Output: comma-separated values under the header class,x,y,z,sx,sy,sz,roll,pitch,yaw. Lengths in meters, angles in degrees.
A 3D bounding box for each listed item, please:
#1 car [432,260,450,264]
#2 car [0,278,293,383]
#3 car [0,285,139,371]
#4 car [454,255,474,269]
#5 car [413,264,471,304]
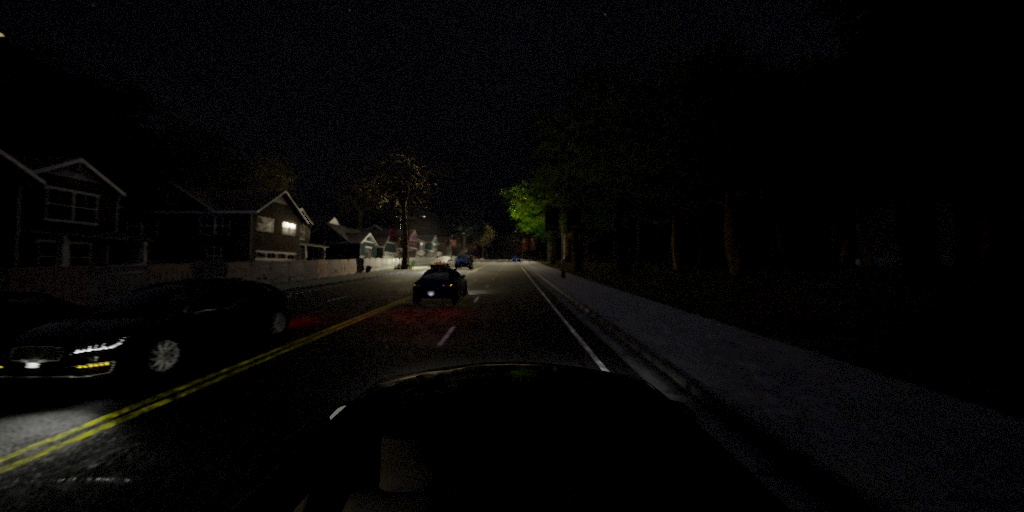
class,x,y,z,sx,sy,sz,roll,pitch,yaw
car,-9.826,1.232,48.922,1.895,1.301,4.718,0,0,0
car,-6.599,1.251,7.361,1.837,1.490,4.892,0,0,0
car,-9.850,1.347,6.204,1.895,1.301,4.718,0,0,0
car,-6.579,0.848,49.499,2.150,2.045,5.566,0,0,0
car,-3.149,1.267,16.234,1.812,1.442,4.674,0,0,0
